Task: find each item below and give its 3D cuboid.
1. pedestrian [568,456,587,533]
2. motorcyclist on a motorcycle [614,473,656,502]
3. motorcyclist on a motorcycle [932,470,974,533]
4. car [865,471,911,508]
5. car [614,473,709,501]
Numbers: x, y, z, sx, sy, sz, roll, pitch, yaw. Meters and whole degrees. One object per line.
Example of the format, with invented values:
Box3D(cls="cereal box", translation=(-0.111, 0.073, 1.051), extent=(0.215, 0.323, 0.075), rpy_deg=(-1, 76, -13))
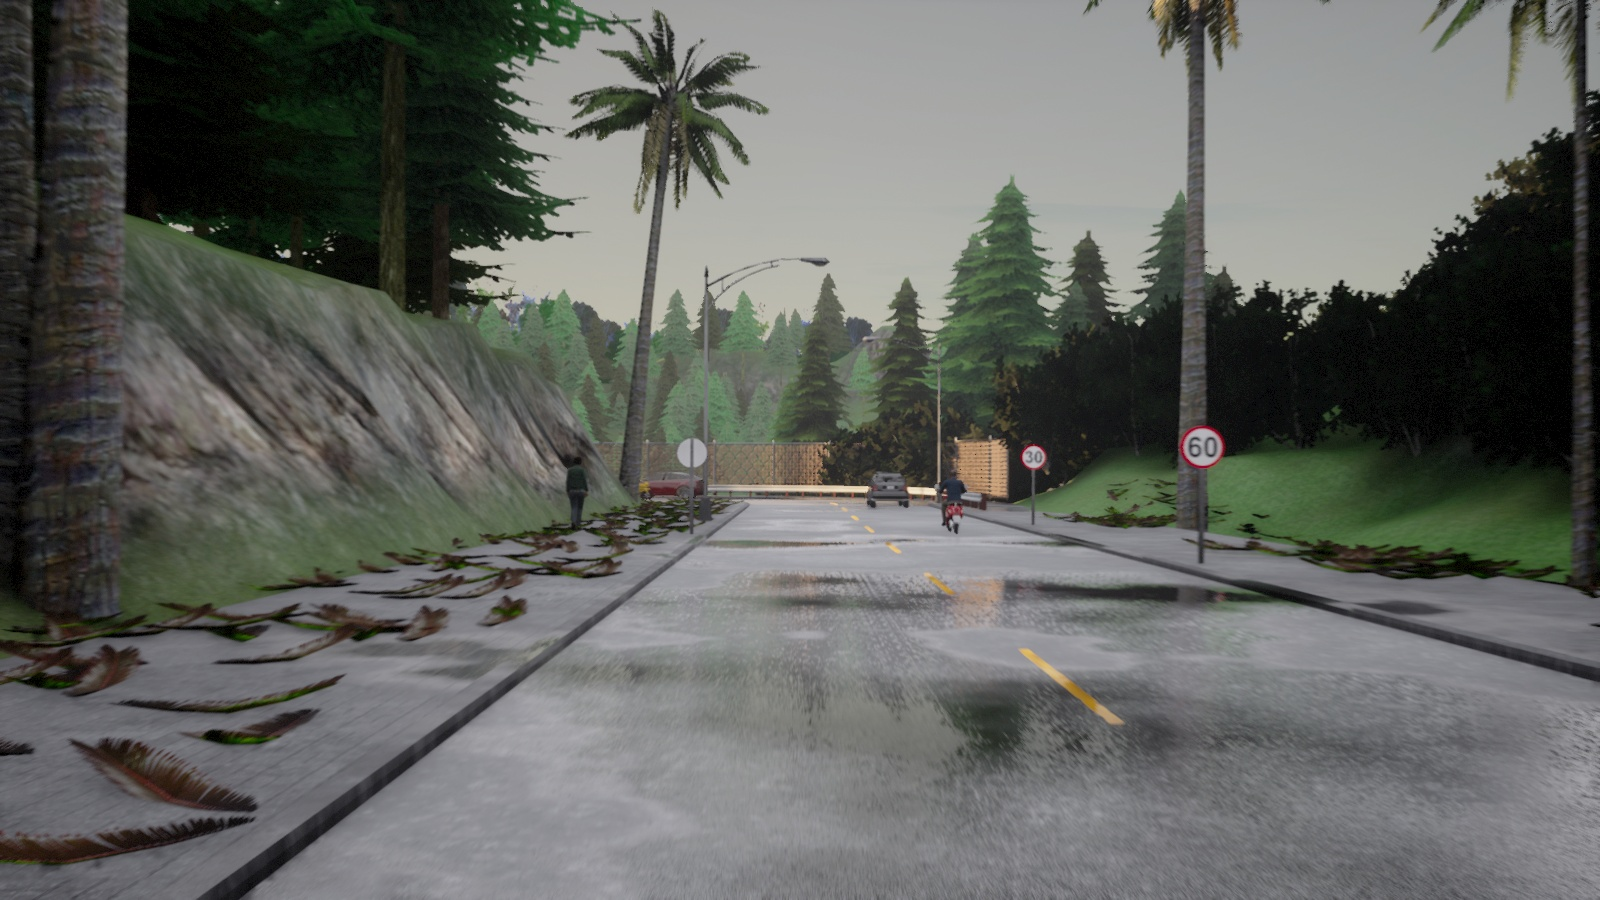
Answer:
Box3D(cls="pedestrian", translation=(-5.387, 1.065, 30.455), extent=(0.353, 1.847, 0.614), rpy_deg=(0, -1, 0))
Box3D(cls="motorcyclist on a motorcycle", translation=(-8.532, 1.937, 65.032), extent=(2.044, 1.523, 0.797), rpy_deg=(0, -1, 0))
Box3D(cls="motorcyclist on a motorcycle", translation=(3.923, 1.303, 32.333), extent=(0.866, 1.590, 1.817), rpy_deg=(0, -1, 0))
Box3D(cls="car", translation=(3.867, 1.725, 55.695), extent=(1.789, 1.549, 3.705), rpy_deg=(0, -1, 0))
Box3D(cls="car", translation=(-7.585, 2.020, 69.008), extent=(4.792, 1.488, 2.163), rpy_deg=(0, -1, 7))
